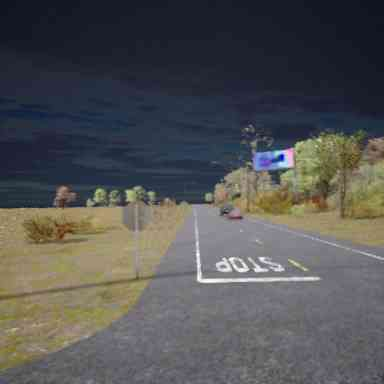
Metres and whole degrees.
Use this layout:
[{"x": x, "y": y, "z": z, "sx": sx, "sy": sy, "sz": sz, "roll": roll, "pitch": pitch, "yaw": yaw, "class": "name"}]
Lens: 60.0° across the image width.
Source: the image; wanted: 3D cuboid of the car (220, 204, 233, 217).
[{"x": 5.913, "y": 3.061, "z": 55.795, "sx": 2.150, "sy": 2.045, "sz": 5.566, "roll": -1, "pitch": -2, "yaw": 0, "class": "car"}]

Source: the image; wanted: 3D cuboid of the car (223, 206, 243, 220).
[{"x": 5.842, "y": 3.053, "z": 45.775, "sx": 1.994, "sy": 1.385, "sz": 4.181, "roll": -1, "pitch": -2, "yaw": 1, "class": "car"}]
